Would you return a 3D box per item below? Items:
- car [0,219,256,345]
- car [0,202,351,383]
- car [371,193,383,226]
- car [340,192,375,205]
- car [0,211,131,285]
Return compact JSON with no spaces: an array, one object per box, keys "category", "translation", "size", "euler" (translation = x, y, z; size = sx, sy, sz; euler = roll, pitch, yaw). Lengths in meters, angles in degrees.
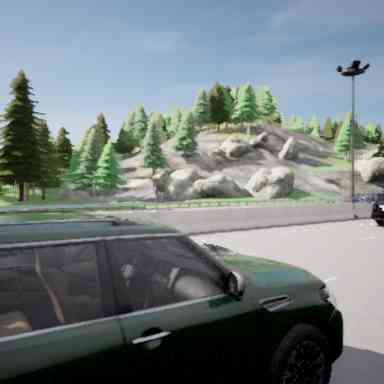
[{"category":"car","translation":[-1.315,1.498,7.059],"size":[5.357,1.411,2.033],"euler":[0,1,-34]},{"category":"car","translation":[-0.946,1.202,3.091],"size":[5.566,2.045,2.150],"euler":[-1,1,-34]},{"category":"car","translation":[13.237,1.038,20.017],"size":[5.566,2.045,2.150],"euler":[-1,0,-28]},{"category":"car","translation":[24.227,0.925,48.619],"size":[4.553,1.767,2.097],"euler":[0,0,-22]},{"category":"car","translation":[-4.357,1.450,9.206],"size":[4.892,1.490,1.837],"euler":[-1,1,-35]}]
